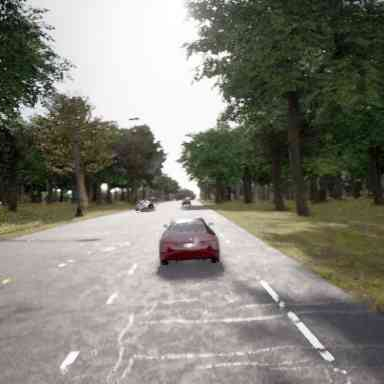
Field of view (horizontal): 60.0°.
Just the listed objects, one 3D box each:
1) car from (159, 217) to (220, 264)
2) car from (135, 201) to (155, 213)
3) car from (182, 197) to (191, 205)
[{"bbox_3d":[-0.119,1.614,12.184,1.994,1.385,4.181,-2,0,-1],"label":"car"},{"bbox_3d":[-6.372,1.957,45.325,2.128,1.511,4.902,-2,0,6],"label":"car"},{"bbox_3d":[-1.111,1.979,66.919,1.895,1.301,4.718,-2,0,-1],"label":"car"}]
